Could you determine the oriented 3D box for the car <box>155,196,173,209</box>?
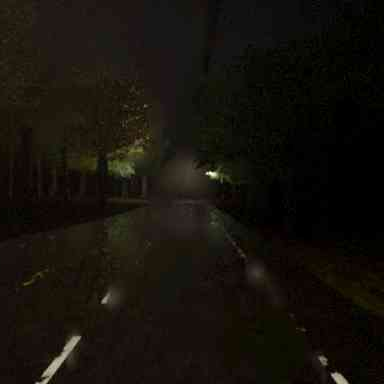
[{"bbox_3d":[-3.427,1.214,40.924,1.812,1.442,4.674,0,0,0],"label":"car"}]
